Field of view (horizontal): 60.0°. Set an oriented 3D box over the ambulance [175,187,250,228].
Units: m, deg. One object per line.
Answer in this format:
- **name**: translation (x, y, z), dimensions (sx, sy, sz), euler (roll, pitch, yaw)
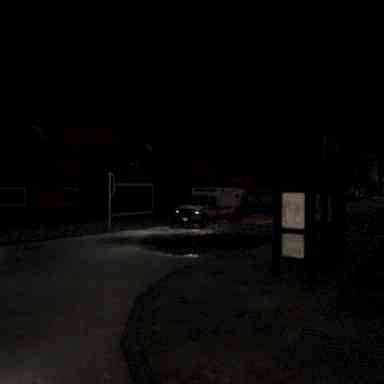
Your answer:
- **ambulance**: translation (1.474, 0.914, 22.009), dimensions (2.351, 2.431, 6.366), euler (1, 0, 36)
